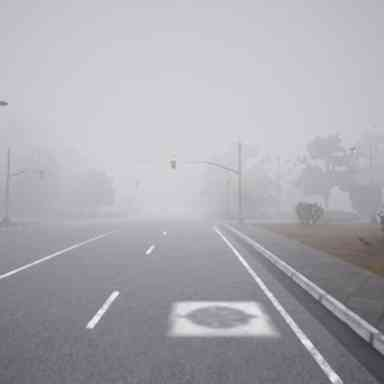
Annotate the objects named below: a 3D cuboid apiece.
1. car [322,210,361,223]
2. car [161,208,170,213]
[{"bbox_3d":[15.460,2.596,35.076,4.181,1.385,1.994,0,-4,-3],"label":"car"},{"bbox_3d":[-6.963,4.835,87.273,1.994,1.385,4.181,0,-1,0],"label":"car"}]
